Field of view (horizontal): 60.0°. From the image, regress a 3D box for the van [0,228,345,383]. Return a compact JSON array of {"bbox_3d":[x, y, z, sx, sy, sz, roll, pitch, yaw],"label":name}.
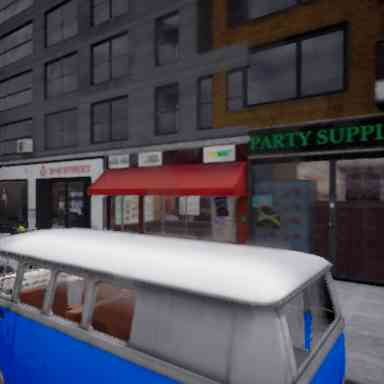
[{"bbox_3d":[-0.636,1.340,3.264,3.998,1.788,1.690,0,0,36],"label":"van"}]
